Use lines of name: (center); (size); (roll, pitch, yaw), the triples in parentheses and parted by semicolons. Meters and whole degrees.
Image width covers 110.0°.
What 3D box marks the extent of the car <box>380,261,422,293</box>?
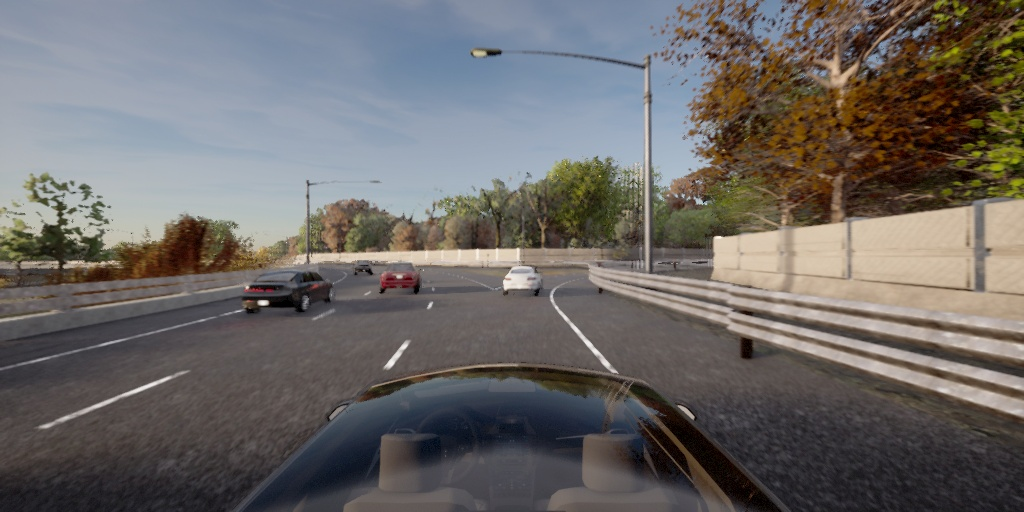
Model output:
car: (-6.510, 1.142, 21.310); (2.097, 1.767, 4.553); (0, 0, -13)

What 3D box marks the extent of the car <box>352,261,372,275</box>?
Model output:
car: (-17.453, 1.362, 41.862); (1.837, 1.490, 4.892); (0, 0, -26)

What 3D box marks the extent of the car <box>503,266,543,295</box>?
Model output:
car: (0.687, 1.271, 19.709); (1.812, 1.442, 4.674); (-1, 0, 8)

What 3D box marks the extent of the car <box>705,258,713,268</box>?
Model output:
car: (31.804, 1.047, 54.797); (4.902, 1.511, 2.128); (0, 0, -23)

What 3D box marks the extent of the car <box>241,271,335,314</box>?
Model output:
car: (-8.595, 1.307, 14.206); (1.837, 1.490, 4.892); (0, 0, -10)
